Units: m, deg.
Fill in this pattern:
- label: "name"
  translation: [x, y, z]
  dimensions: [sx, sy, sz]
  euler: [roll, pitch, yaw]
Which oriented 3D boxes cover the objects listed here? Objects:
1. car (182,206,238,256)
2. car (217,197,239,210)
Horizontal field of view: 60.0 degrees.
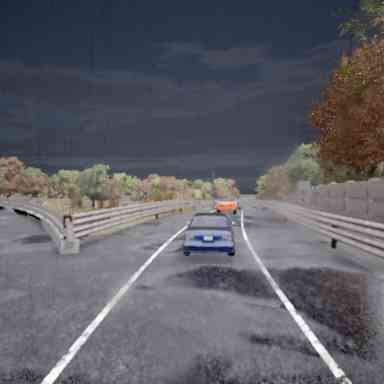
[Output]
- label: "car"
  translation: [0.708, 1.514, 13.053]
  dimensions: [2.033, 1.411, 5.357]
  euler: [0, 0, 5]
- label: "car"
  translation: [3.872, 1.375, 36.775]
  dimensions: [2.097, 1.767, 4.553]
  euler: [0, -1, 9]
